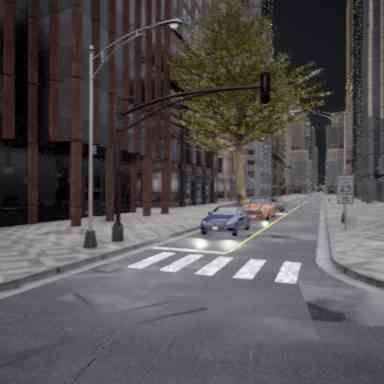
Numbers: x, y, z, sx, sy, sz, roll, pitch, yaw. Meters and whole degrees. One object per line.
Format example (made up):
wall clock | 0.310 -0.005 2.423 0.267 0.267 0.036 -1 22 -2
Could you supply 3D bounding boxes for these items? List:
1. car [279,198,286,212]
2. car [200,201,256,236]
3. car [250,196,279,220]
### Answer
car | 9.297 1.380 36.756 1.837 1.490 4.892 0 0 22
car | 1.964 1.455 18.108 1.812 1.442 4.674 0 0 22
car | 5.505 1.250 27.122 2.097 1.767 4.553 0 0 21
